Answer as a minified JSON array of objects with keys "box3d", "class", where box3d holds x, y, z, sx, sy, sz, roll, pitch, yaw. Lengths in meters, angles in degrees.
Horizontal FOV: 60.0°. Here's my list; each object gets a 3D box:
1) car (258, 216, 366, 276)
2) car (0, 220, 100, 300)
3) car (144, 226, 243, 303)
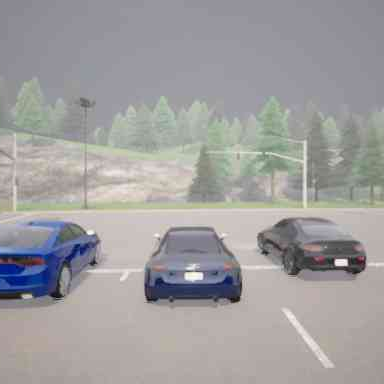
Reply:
[{"box3d":[3.365,1.460,10.063,1.812,1.442,4.674,0,0,-3],"class":"car"},{"box3d":[-3.658,1.423,8.314,1.882,1.535,5.008,0,0,-3],"class":"car"},{"box3d":[-0.025,1.510,8.157,1.994,1.385,4.181,0,0,-2],"class":"car"}]
